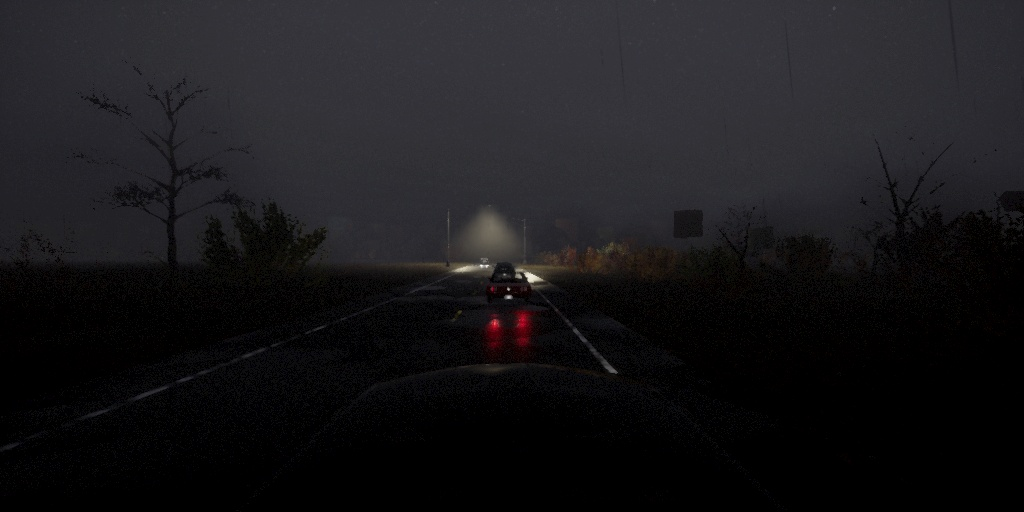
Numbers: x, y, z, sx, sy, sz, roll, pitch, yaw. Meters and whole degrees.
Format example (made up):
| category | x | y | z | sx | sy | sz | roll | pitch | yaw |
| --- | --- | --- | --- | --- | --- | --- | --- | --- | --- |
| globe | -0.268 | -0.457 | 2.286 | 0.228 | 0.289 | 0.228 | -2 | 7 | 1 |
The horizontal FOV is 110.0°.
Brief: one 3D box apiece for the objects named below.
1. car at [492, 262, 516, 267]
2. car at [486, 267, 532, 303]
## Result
| category | x | y | z | sx | sy | sz | roll | pitch | yaw |
| --- | --- | --- | --- | --- | --- | --- | --- | --- | --- |
| car | -0.690 | 1.241 | 31.590 | 1.837 | 1.490 | 4.892 | 0 | 0 | -2 |
| car | -0.180 | 1.358 | 16.603 | 1.895 | 1.301 | 4.718 | 0 | 0 | -1 |
